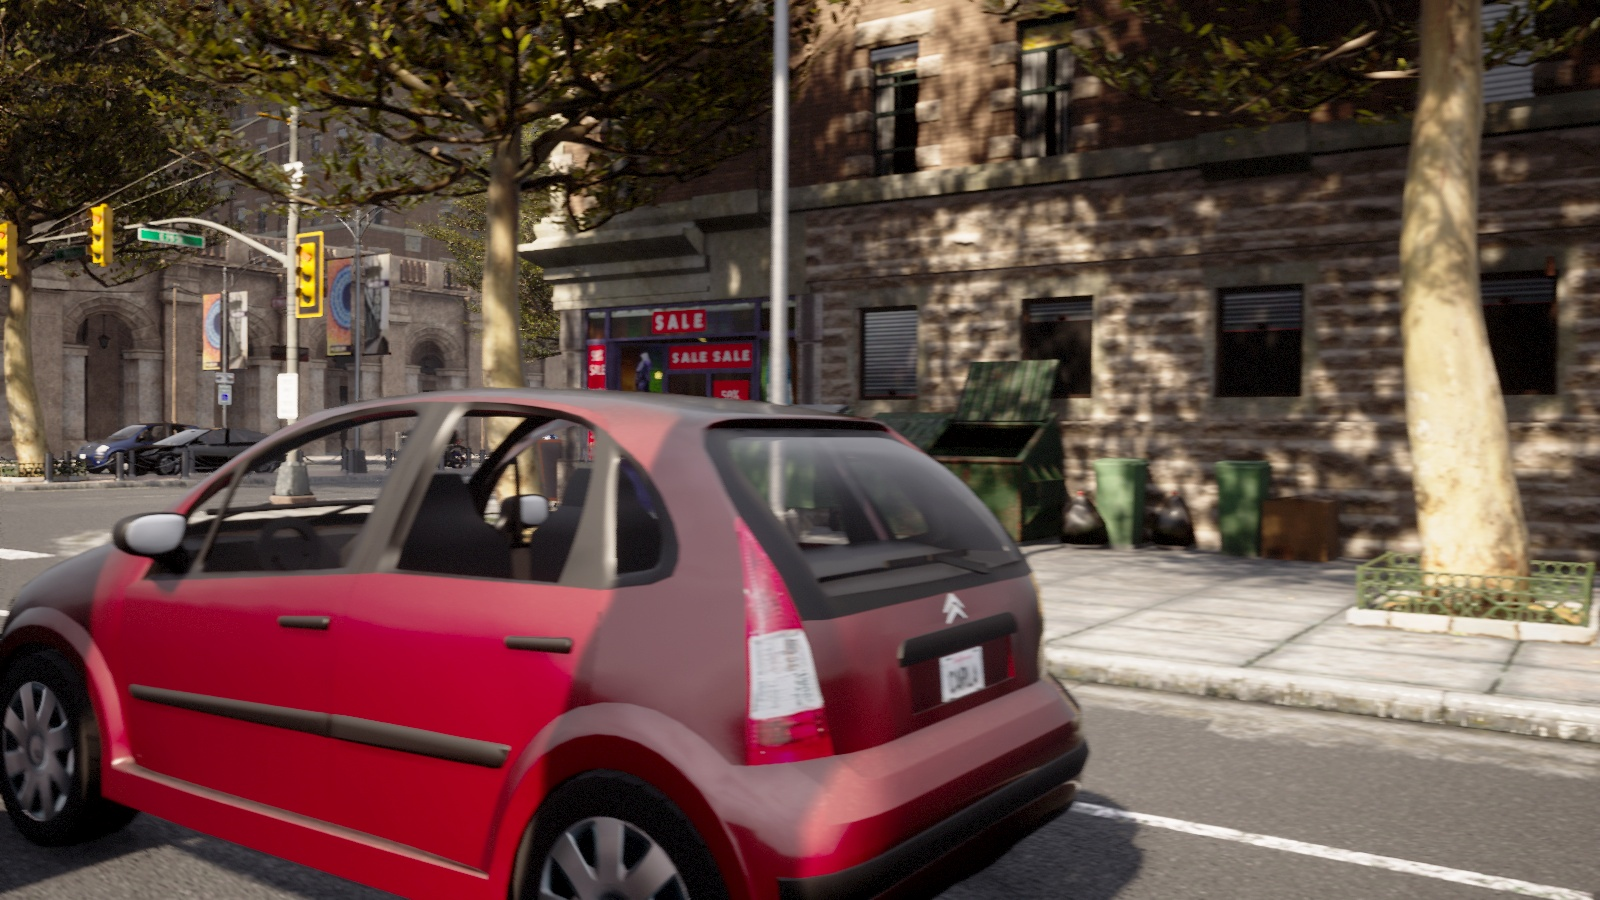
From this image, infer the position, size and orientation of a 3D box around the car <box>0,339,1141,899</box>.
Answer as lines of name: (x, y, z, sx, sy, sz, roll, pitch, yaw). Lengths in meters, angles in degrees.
car: (-1.089, 0.579, 4.345, 3.988, 1.617, 1.851, 0, 1, 34)

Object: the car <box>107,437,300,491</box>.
car: (-17.911, 0.376, 37.930, 2.163, 1.488, 4.792, 0, 1, 35)

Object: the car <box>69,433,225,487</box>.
car: (-20.758, 0.271, 40.027, 1.851, 1.617, 3.988, 0, 1, 35)
